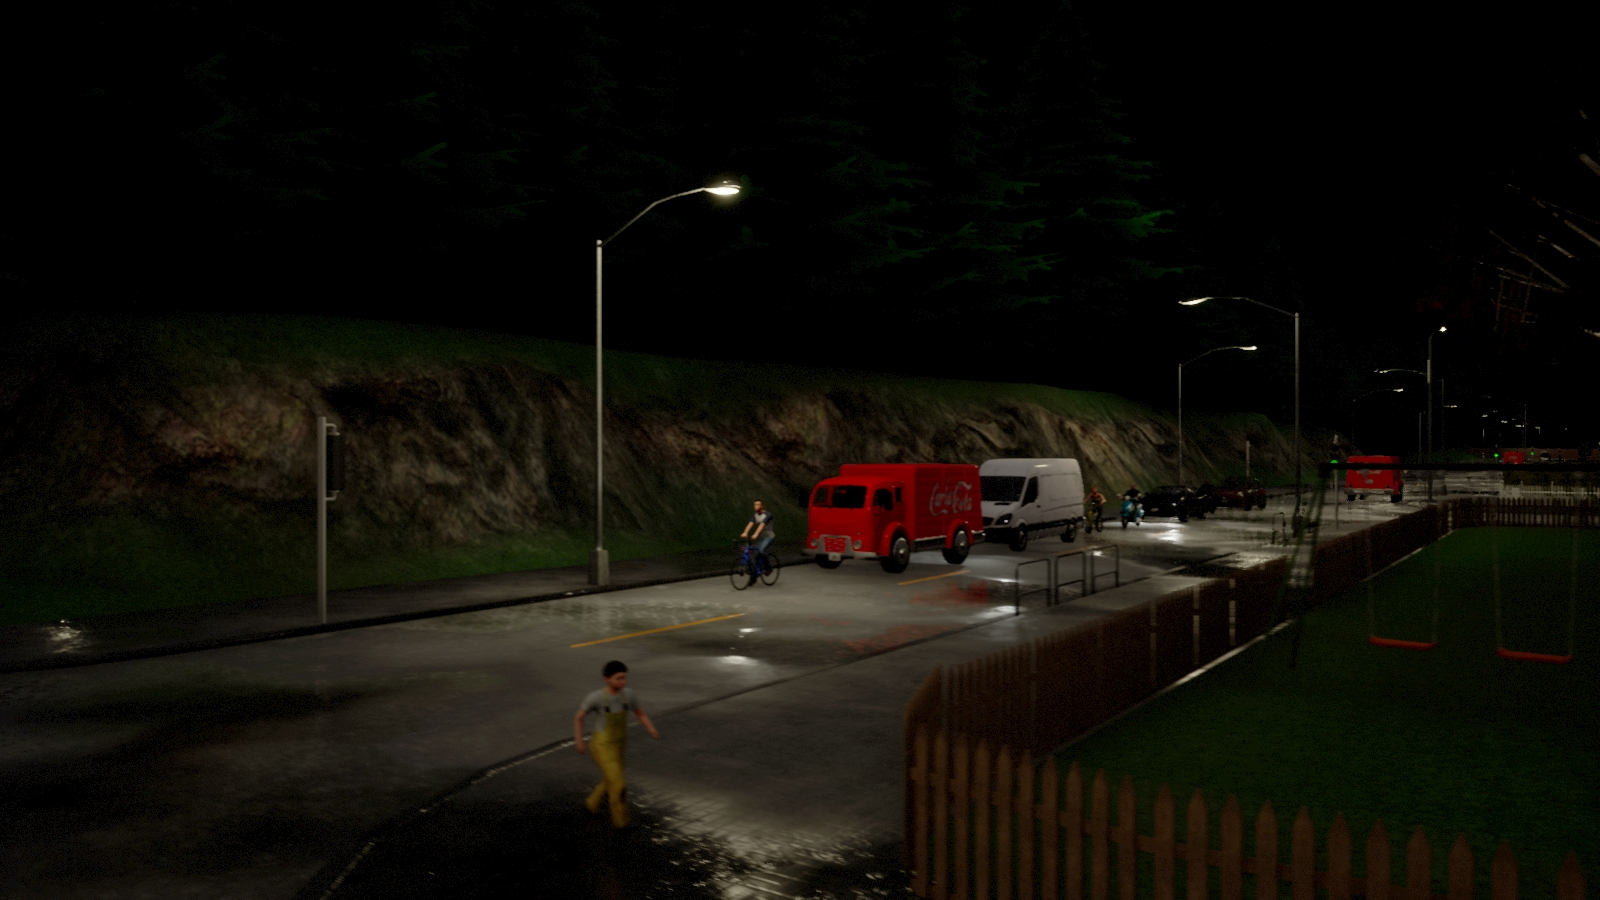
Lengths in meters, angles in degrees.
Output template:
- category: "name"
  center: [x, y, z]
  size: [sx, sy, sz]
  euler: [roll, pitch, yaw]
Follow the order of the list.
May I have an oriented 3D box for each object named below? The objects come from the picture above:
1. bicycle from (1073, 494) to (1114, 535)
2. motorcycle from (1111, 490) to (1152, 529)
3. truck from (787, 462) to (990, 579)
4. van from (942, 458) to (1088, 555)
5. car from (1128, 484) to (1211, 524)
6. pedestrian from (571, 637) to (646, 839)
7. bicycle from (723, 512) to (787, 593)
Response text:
- category: "bicycle"
  center: [9.887, 2.158, 38.423]
  size: [0.859, 1.276, 1.487]
  euler: [0, 0, 36]
- category: "motorcycle"
  center: [12.025, 2.142, 41.457]
  size: [0.856, 1.316, 1.805]
  euler: [0, 0, 36]
- category: "truck"
  center: [2.267, 1.569, 27.751]
  size: [2.627, 2.467, 5.204]
  euler: [0, 0, 35]
- category: "van"
  center: [6.465, 1.535, 33.728]
  size: [1.988, 2.561, 5.915]
  euler: [0, 0, 35]
- category: "car"
  center: [14.820, 2.119, 45.672]
  size: [1.994, 1.385, 4.181]
  euler: [0, 0, 35]
- category: "pedestrian"
  center: [-1.363, 2.026, 8.121]
  size: [0.375, 1.300, 0.375]
  euler: [0, 0, 42]
- category: "bicycle"
  center: [-0.897, 2.056, 23.239]
  size: [0.373, 1.496, 1.643]
  euler: [0, 0, 35]
